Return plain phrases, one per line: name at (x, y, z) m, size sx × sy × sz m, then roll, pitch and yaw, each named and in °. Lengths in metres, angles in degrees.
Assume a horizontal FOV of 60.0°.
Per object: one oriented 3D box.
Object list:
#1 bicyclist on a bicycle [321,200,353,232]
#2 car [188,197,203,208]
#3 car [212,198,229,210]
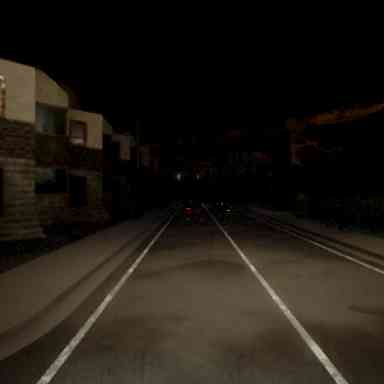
bicyclist on a bicycle at (7.413, 1.262, 17.053) m, size 1.656 × 1.620 × 0.582 m, roll 0°, pitch 0°, yaw 0°
car at (0.422, 1.384, 46.411) m, size 2.128 × 1.511 × 4.902 m, roll 0°, pitch 0°, yaw 3°
car at (3.632, 1.449, 42.138) m, size 2.033 × 1.411 × 5.357 m, roll 0°, pitch 0°, yaw 1°
